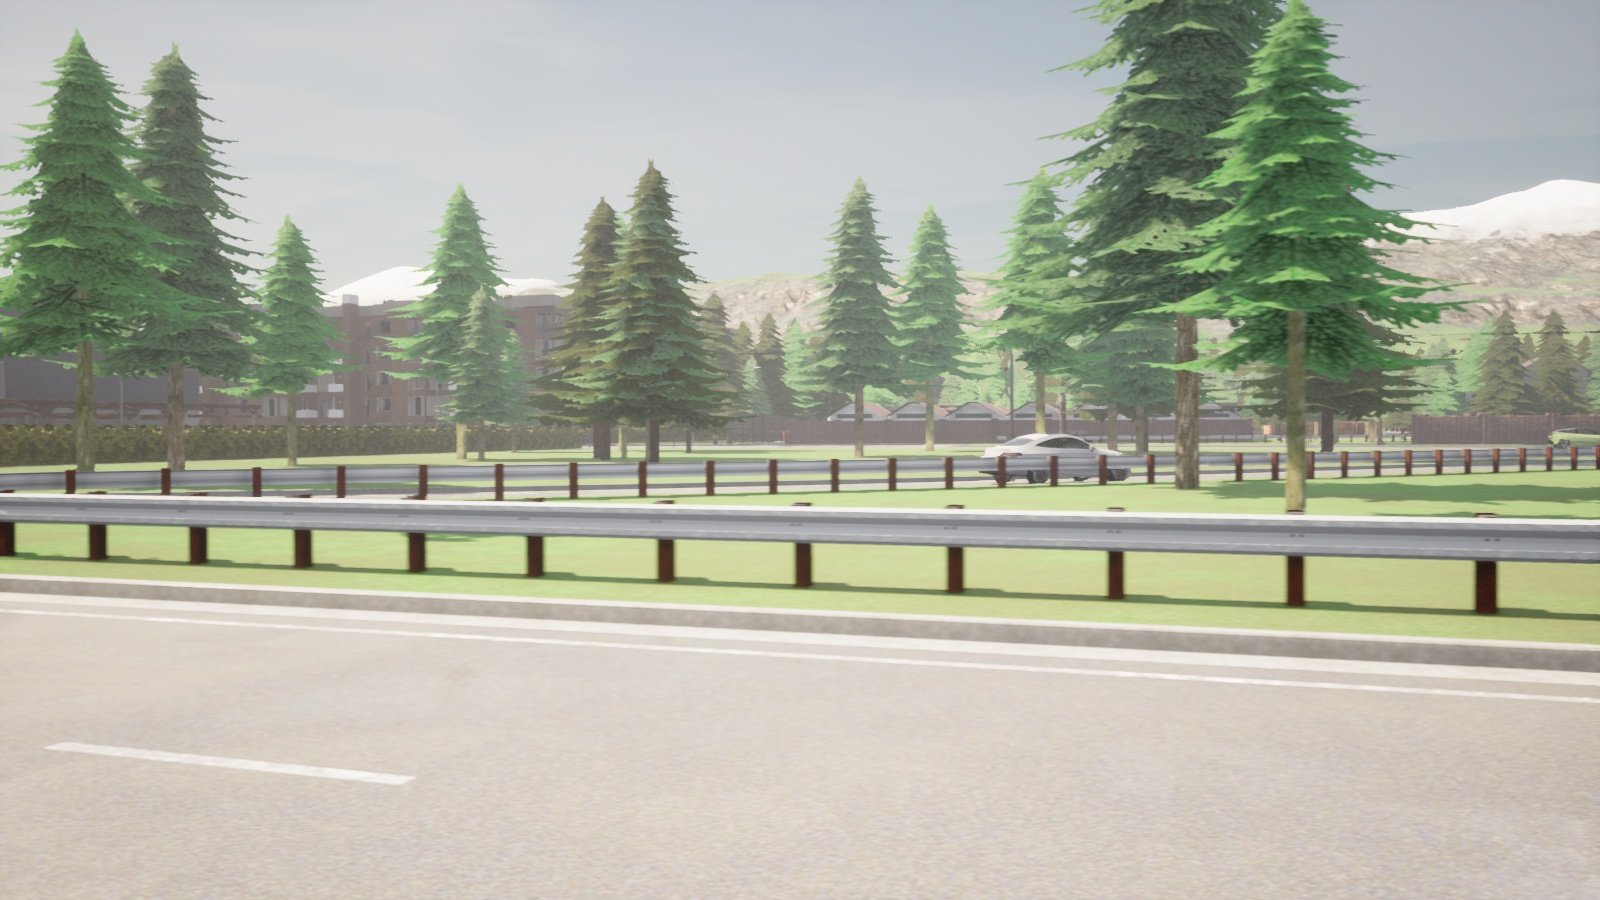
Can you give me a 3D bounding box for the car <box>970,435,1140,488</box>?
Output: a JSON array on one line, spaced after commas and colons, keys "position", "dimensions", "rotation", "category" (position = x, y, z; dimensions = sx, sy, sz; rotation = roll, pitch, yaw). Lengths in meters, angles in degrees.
[{"position": [7.360, 0.301, 36.142], "dimensions": [4.674, 1.442, 1.812], "rotation": [0, 1, -27], "category": "car"}]
